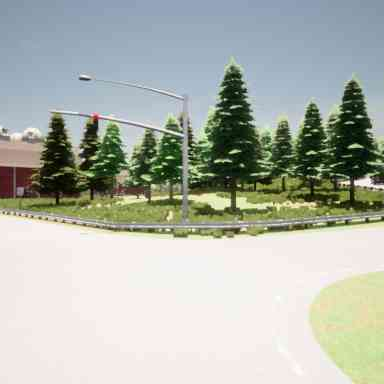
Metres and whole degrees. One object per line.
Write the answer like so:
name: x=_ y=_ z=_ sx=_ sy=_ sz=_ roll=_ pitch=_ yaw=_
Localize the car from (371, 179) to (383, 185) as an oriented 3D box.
car: x=29.010 y=-1.913 z=51.528 sx=1.837 sy=1.490 sz=4.892 roll=0 pitch=5 yaw=21
